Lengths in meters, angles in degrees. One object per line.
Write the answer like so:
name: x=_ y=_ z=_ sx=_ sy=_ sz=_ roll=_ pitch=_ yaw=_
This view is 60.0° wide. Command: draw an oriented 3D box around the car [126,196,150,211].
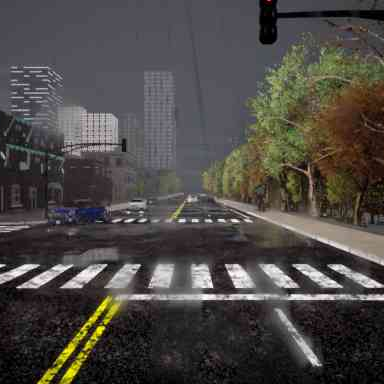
car: x=-6.565 y=1.512 z=40.051 sx=1.812 sy=1.442 sz=4.674 roll=0 pitch=0 yaw=0

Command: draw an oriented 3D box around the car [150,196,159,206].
car: x=-6.540 y=1.472 z=55.110 sx=2.128 sy=1.511 sz=4.902 roll=0 pitch=0 yaw=0

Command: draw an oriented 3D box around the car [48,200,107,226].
car: x=-7.931 y=1.348 z=23.470 sx=2.097 sy=1.767 sz=4.553 roll=0 pitch=0 yaw=17

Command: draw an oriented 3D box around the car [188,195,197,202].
car: x=0.075 y=1.448 z=74.833 sx=1.882 sy=1.535 sz=5.008 roll=0 pitch=0 yaw=0

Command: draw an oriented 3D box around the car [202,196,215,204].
car: x=3.401 y=1.523 z=63.759 sx=2.033 sy=1.411 sz=5.357 roll=0 pitch=0 yaw=0

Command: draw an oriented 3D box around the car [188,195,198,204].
car: x=0.143 y=1.501 z=64.639 sx=1.812 sy=1.442 sz=4.674 roll=0 pitch=0 yaw=0

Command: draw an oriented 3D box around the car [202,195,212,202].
car: x=3.317 y=1.510 z=74.412 sx=2.033 sy=1.411 sz=5.357 roll=0 pitch=0 yaw=0
